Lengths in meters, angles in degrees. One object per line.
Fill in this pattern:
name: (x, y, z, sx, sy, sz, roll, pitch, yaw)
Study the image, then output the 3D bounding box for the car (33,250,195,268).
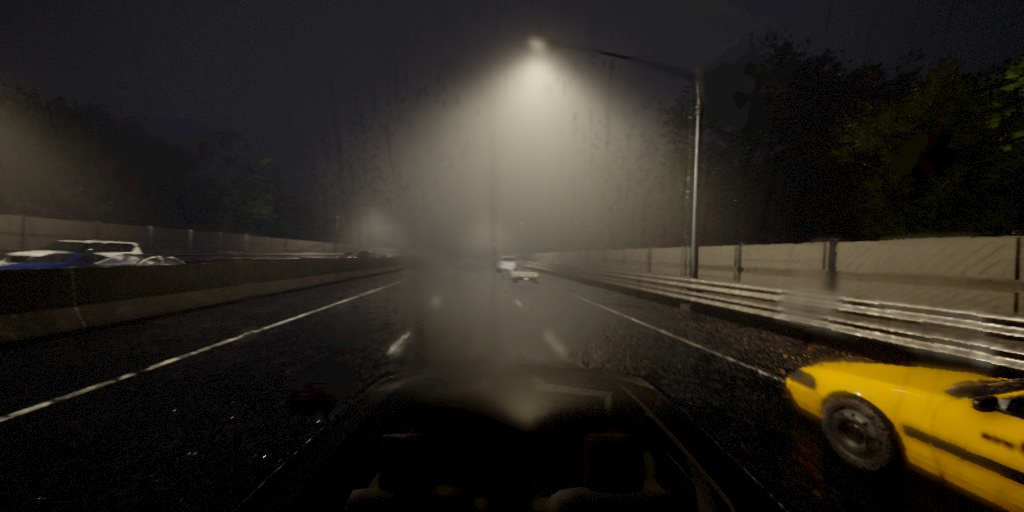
car: (-15.498, 0.671, 14.818, 2.128, 1.511, 4.902, 2, 0, -6)

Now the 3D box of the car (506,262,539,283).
car: (0.864, 1.421, 28.709, 1.895, 1.301, 4.718, 2, 0, -5)

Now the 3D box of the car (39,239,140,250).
car: (-22.928, 0.129, 19.140, 2.150, 2.045, 5.566, 2, 0, -5)

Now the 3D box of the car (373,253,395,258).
car: (-19.444, 0.597, 55.810, 2.128, 1.511, 4.902, 2, 0, -5)

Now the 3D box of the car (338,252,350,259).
car: (-26.765, 0.169, 58.985, 2.097, 1.767, 4.553, 2, 0, -5)

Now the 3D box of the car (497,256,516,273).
car: (-0.711, 1.010, 44.975, 2.150, 2.045, 5.566, 2, 0, -5)

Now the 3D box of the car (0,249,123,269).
car: (-19.074, 0.571, 15.447, 1.812, 1.442, 4.674, 2, 0, -5)

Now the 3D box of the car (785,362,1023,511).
car: (4.464, 1.375, 2.107, 1.801, 1.575, 5.366, 2, 0, -6)

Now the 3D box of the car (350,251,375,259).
car: (-22.998, 0.206, 56.413, 2.150, 2.045, 5.566, 2, 0, -5)
